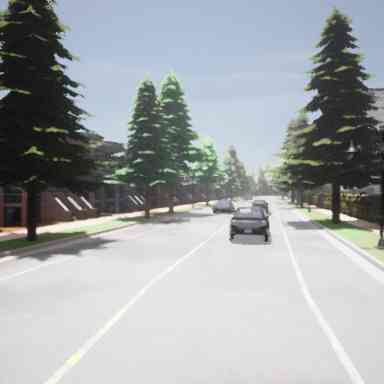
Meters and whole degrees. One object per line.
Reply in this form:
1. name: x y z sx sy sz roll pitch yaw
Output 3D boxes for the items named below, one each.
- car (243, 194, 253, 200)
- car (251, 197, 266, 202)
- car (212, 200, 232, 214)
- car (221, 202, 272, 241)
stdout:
1. car: 12.809 1.159 75.884 2.097 1.767 4.553 0 0 13
2. car: 7.334 1.566 36.044 1.812 1.442 4.674 0 0 13
3. car: 3.404 1.570 35.423 2.033 1.411 5.357 0 0 13
4. car: 2.987 1.508 16.958 2.128 1.511 4.902 0 0 13
